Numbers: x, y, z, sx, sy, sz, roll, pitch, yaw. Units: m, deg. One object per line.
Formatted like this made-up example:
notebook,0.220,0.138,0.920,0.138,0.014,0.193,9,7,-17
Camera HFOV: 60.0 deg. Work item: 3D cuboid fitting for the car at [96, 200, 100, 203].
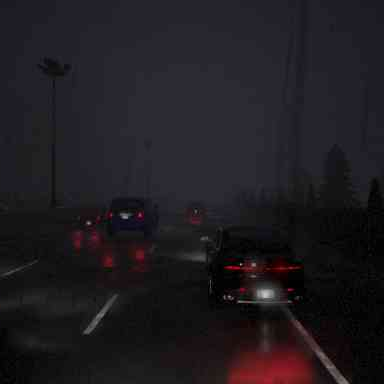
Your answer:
car,-13.063,1.817,49.509,2.033,1.411,5.357,0,0,6

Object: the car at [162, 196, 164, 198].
car,-8.485,1.513,80.447,2.097,1.767,4.553,0,0,23

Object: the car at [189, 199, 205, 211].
car,0.796,1.767,46.109,1.812,1.442,4.674,0,0,6

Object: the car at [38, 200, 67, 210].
car,-17.063,1.711,40.740,2.128,1.511,4.902,0,0,2

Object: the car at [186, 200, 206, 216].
car,0.427,1.698,35.673,1.837,1.490,4.892,0,0,1

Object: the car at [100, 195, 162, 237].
car,-3.214,1.321,18.831,2.150,2.045,5.566,0,0,1

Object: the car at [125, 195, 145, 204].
car,-13.266,1.661,77.974,2.150,2.045,5.566,0,0,20

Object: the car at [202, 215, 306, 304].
car,1.307,1.546,8.233,1.837,1.490,4.892,0,0,1

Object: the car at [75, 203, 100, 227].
car,-6.664,1.727,23.814,1.895,1.301,4.718,0,0,1

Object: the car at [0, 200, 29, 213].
car,-20.645,1.682,38.031,1.882,1.535,5.008,0,0,2
